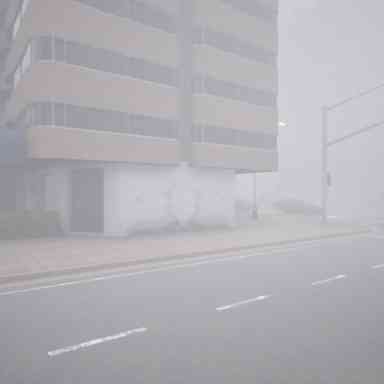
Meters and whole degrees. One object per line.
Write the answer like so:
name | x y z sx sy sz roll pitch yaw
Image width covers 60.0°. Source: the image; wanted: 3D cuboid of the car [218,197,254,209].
car | 5.892 1.491 45.294 2.128 1.511 4.902 0 0 -36

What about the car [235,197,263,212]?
car | 5.903 1.563 39.327 1.994 1.385 4.181 0 0 -35

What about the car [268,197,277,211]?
car | 11.426 1.477 37.668 1.882 1.535 5.008 0 0 -36

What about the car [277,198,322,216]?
car | 10.838 1.563 32.523 1.994 1.385 4.181 0 0 -36

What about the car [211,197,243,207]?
car | 5.435 1.546 52.198 2.033 1.411 5.357 0 0 -36

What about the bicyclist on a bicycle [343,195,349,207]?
bicyclist on a bicycle | 22.040 1.300 47.694 1.656 1.620 0.582 0 0 -36

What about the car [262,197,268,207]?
car | 10.572 1.490 51.071 2.128 1.511 4.902 0 0 -36
